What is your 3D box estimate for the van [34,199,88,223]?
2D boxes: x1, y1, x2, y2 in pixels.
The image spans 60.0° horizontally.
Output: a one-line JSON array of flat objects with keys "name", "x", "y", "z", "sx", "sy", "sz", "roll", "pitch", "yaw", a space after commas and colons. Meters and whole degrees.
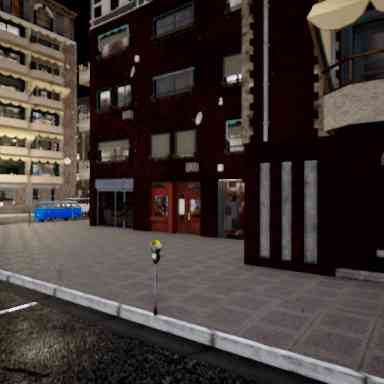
[{"name": "van", "x": -11.375, "y": 1.678, "z": 28.473, "sx": 1.690, "sy": 1.788, "sz": 3.998, "roll": -1, "pitch": -2, "yaw": 35}]

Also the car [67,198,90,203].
[{"name": "car", "x": -12.988, "y": 1.650, "z": 36.408, "sx": 2.150, "sy": 2.045, "sz": 5.566, "roll": 0, "pitch": -1, "yaw": 35}]

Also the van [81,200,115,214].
[{"name": "van", "x": -11.940, "y": 1.870, "z": 42.394, "sx": 1.690, "sy": 1.788, "sz": 3.998, "roll": -1, "pitch": -2, "yaw": 35}]

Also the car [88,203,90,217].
[{"name": "car", "x": -8.306, "y": 2.009, "z": 33.084, "sx": 1.947, "sy": 1.339, "sz": 4.313, "roll": -1, "pitch": -2, "yaw": 35}]
